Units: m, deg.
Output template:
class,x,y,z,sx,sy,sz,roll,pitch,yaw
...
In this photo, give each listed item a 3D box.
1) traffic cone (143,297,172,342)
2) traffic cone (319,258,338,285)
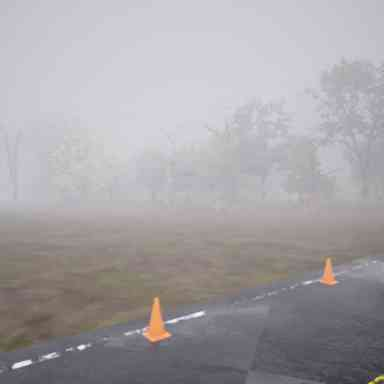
class,x,y,z,sx,sy,sz,roll,pitch,yaw
traffic cone,-0.551,1.953,5.211,0.340,0.580,0.340,0,0,-37
traffic cone,3.372,1.927,8.197,0.340,0.580,0.340,0,0,-38
